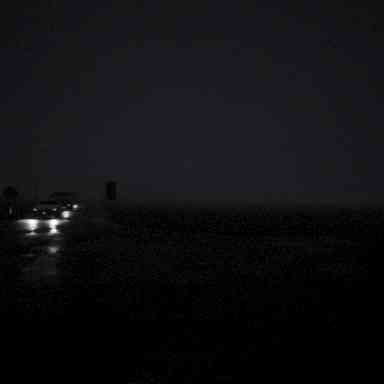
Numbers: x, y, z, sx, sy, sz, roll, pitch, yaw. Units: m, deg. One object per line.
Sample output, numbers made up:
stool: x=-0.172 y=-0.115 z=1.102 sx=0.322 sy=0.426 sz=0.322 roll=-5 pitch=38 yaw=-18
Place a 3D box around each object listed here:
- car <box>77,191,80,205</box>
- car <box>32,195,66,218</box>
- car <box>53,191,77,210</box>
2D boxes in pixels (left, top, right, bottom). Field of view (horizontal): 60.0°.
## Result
car: x=-18.412 y=0.823 z=50.822 sx=2.150 sy=2.045 sz=5.566 roll=1 pitch=0 yaw=-16
car: x=-11.639 y=1.273 z=27.049 sx=1.812 sy=1.442 sz=4.674 roll=1 pitch=0 yaw=-15
car: x=-14.507 y=0.905 z=37.148 sx=2.150 sy=2.045 sz=5.566 roll=1 pitch=0 yaw=-16
